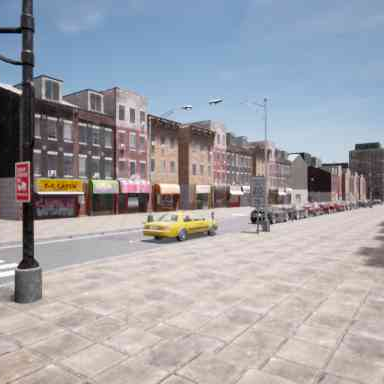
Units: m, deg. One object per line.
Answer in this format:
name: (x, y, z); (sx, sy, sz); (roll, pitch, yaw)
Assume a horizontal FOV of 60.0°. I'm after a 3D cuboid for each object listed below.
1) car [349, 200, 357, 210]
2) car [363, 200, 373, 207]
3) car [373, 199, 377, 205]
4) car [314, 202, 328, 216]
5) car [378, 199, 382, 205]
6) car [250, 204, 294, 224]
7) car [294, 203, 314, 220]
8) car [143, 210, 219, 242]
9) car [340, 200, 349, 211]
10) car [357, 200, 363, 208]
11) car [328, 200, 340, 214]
car: (22.346, 1.952, 48.847); (2.008, 1.369, 4.403); (-1, -1, 35)
car: (32.128, 2.147, 62.601); (2.008, 1.369, 4.403); (-1, -1, 35)
car: (35.387, 2.212, 67.184); (1.887, 1.381, 4.507); (-1, -2, 35)
car: (12.565, 1.821, 35.094); (1.802, 1.307, 4.206); (-1, -1, 35)
car: (45.168, 2.461, 80.936); (2.008, 1.369, 4.403); (-2, -2, 35)
car: (6.044, 1.715, 25.925); (1.947, 1.339, 4.313); (-1, -1, 35)
car: (9.304, 1.743, 30.510); (2.008, 1.369, 4.403); (-1, -1, 35)
car: (-0.379, 1.598, 16.895); (1.752, 1.417, 4.829); (-1, -1, 35)
car: (19.084, 1.784, 44.265); (1.967, 1.590, 4.097); (-1, -1, 35)
car: (25.606, 2.014, 53.432); (2.008, 1.369, 4.403); (-1, -1, 35)
car: (15.825, 1.834, 39.678); (1.887, 1.381, 4.507); (-1, -1, 35)
